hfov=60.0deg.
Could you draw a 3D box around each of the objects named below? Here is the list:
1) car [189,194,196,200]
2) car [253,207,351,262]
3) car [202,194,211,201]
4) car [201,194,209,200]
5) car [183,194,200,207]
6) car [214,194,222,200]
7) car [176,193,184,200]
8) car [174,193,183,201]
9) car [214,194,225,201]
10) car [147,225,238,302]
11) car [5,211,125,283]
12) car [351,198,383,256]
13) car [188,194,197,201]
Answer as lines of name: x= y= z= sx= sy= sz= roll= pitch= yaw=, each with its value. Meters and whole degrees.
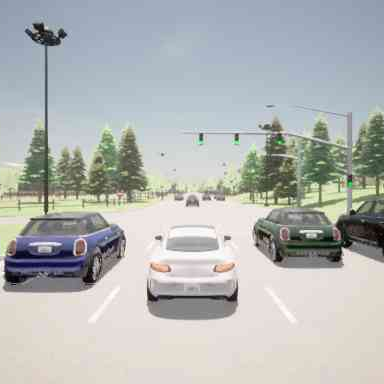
car: x=0.173 y=1.323 z=93.101 sx=1.837 sy=1.490 sz=4.892 roll=0 pitch=0 yaw=0
car: x=3.622 y=1.351 z=12.200 sx=2.097 sy=1.767 sz=4.553 roll=0 pitch=0 yaw=0
car: x=3.654 y=1.339 z=83.061 sx=2.097 sy=1.767 sz=4.553 roll=0 pitch=0 yaw=0
car: x=3.673 y=1.363 z=93.094 sx=2.033 sy=1.411 sz=5.357 roll=0 pitch=0 yaw=0
car: x=0.097 y=1.347 z=52.038 sx=2.097 sy=1.767 sz=4.553 roll=0 pitch=0 yaw=0
car: x=7.173 y=1.375 z=93.088 sx=1.994 sy=1.385 sz=4.181 roll=0 pitch=0 yaw=0
car: x=-3.327 y=1.178 z=93.077 sx=2.097 sy=1.767 sz=4.553 roll=0 pitch=0 yaw=0
car: x=-3.346 y=1.535 z=83.071 sx=1.994 sy=1.385 sz=4.181 roll=0 pitch=0 yaw=0
car: x=7.154 y=1.508 z=82.668 sx=2.128 sy=1.511 sz=4.902 roll=0 pitch=0 yaw=0
car: x=0.022 y=1.525 z=8.165 sx=1.812 sy=1.442 sz=4.674 roll=0 pitch=0 yaw=0
car: x=-3.383 y=1.351 z=9.792 sx=2.097 sy=1.767 sz=4.553 roll=0 pitch=0 yaw=0
car: x=7.119 y=1.221 z=11.705 sx=2.150 sy=2.045 sz=5.566 roll=0 pitch=0 yaw=0
car: x=0.154 y=1.339 z=83.067 sx=2.097 sy=1.767 sz=4.553 roll=0 pitch=0 yaw=0
